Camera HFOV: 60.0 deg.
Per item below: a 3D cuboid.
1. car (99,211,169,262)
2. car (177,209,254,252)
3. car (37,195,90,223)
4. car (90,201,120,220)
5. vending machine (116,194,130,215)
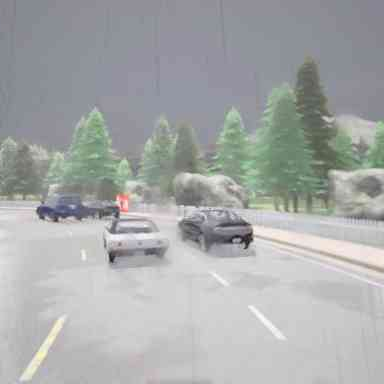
[{"bbox_3d":[-2.284,1.610,12.367,1.895,1.301,4.718,0,0,-18],"label":"car"},{"bbox_3d":[0.788,1.476,13.872,2.128,1.511,4.902,0,0,-19],"label":"car"},{"bbox_3d":[-10.634,1.284,26.791,2.150,2.045,5.566,0,0,-41],"label":"car"},{"bbox_3d":[-7.988,1.545,28.908,1.837,1.490,4.892,0,0,-41],"label":"car"},{"bbox_3d":[-6.990,1.225,33.821,1.100,2.100,0.880,0,0,-45],"label":"vending machine"}]
